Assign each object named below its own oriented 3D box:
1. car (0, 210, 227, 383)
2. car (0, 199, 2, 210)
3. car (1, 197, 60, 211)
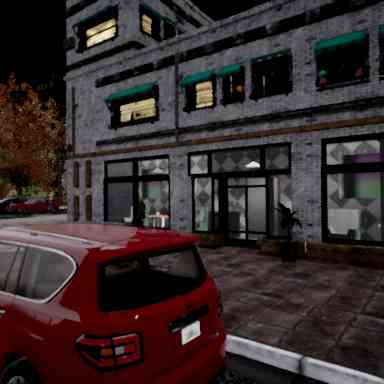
[{"bbox_3d":[-1.951,1.313,4.303,5.009,1.841,2.192,0,-1,36],"label":"car"},{"bbox_3d":[-18.913,1.355,34.359,1.837,1.490,4.892,-1,0,37],"label":"car"},{"bbox_3d":[-15.799,1.402,33.094,1.895,1.301,4.718,-1,0,37],"label":"car"}]
